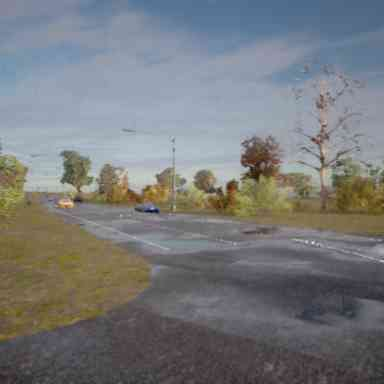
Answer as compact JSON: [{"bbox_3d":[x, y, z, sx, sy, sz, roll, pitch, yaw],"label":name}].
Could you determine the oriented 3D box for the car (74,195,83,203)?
[{"bbox_3d":[-29.300,1.861,84.494,2.150,2.045,5.566,0,0,-28],"label":"car"}]

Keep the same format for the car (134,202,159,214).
[{"bbox_3d":[-5.622,1.923,40.800,1.994,1.385,4.181,0,-1,-28],"label":"car"}]

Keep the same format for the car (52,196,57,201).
[{"bbox_3d":[-27.916,2.089,70.505,2.033,1.411,5.357,0,0,-21],"label":"car"}]

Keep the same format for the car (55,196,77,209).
[{"bbox_3d":[-20.154,1.923,53.025,1.882,1.535,5.008,0,0,-28],"label":"car"}]
